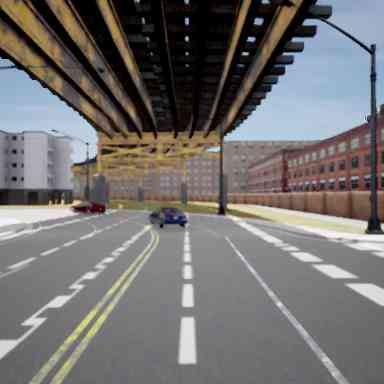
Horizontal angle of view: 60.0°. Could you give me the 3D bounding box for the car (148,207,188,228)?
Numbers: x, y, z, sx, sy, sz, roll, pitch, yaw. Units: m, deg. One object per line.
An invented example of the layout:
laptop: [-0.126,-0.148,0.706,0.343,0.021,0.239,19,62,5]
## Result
car: [-1.872,1.781,24.509,2.033,1.411,5.357,0,-1,-19]

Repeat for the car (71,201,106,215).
car: [-12.251,1.848,39.096,5.008,1.535,1.882,-1,-1,38]
